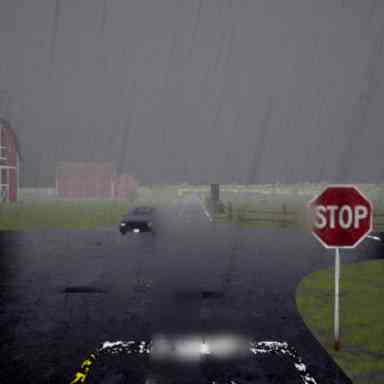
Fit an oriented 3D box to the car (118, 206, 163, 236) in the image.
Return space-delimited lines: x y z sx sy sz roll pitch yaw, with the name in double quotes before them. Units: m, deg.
"car" -2.642 1.507 18.515 2.033 1.411 5.357 0 -1 0
